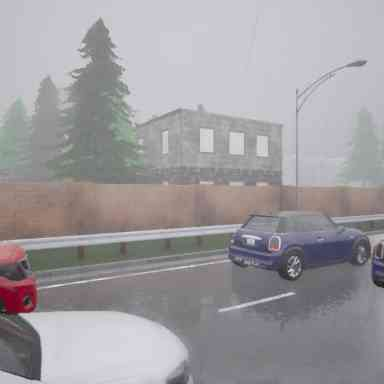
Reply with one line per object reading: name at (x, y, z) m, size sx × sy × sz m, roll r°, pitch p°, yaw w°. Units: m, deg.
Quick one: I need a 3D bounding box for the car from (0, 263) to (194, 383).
car at (-2.162, 1.526, 2.307) m, size 4.674 × 1.442 × 1.812 m, roll 0°, pitch 0°, yaw -33°

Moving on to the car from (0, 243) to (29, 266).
car at (-5.180, 1.218, 4.516) m, size 5.566 × 2.045 × 2.150 m, roll 1°, pitch 0°, yaw -33°

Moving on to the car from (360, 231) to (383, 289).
car at (6.300, 1.351, 7.814) m, size 4.553 × 1.767 × 2.097 m, roll 0°, pitch 0°, yaw -33°

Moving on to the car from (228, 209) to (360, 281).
car at (3.357, 1.352, 10.073) m, size 4.553 × 1.767 × 2.097 m, roll 0°, pitch 0°, yaw -33°
